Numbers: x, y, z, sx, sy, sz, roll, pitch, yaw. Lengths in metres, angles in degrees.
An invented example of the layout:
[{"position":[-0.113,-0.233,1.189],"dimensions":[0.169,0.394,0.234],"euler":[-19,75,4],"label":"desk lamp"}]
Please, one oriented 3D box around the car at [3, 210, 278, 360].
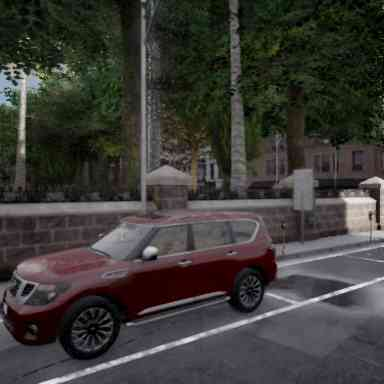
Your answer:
[{"position":[-0.559,1.315,6.135],"dimensions":[5.009,1.841,2.192],"euler":[0,0,-35],"label":"car"}]
